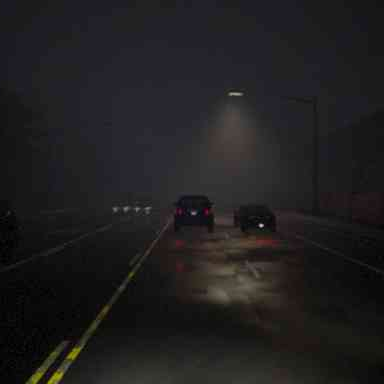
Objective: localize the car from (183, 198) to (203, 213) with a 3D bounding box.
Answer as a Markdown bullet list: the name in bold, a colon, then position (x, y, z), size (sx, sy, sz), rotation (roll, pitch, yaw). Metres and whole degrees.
- **car**: position (0.088, 1.434, 37.750), size (2.128, 1.511, 4.902), rotation (0, 0, 0)

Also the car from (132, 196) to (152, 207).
- **car**: position (-7.095, 1.431, 49.081), size (1.837, 1.490, 4.892), rotation (0, 0, 0)

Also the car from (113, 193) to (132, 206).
- **car**: position (-10.578, 1.145, 51.616), size (2.150, 2.045, 5.566), rotation (0, 0, 0)

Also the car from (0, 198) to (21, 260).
- **car**: position (-7.104, 1.210, 9.507), size (2.150, 2.045, 5.566), rotation (0, 0, 0)

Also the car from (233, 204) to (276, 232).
- **car**: position (3.594, 1.475, 19.685), size (1.837, 1.490, 4.892), rotation (0, 0, 0)

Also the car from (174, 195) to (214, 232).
- **car**: position (0.093, 1.191, 19.849), size (2.150, 2.045, 5.566), rotation (0, 0, 0)
